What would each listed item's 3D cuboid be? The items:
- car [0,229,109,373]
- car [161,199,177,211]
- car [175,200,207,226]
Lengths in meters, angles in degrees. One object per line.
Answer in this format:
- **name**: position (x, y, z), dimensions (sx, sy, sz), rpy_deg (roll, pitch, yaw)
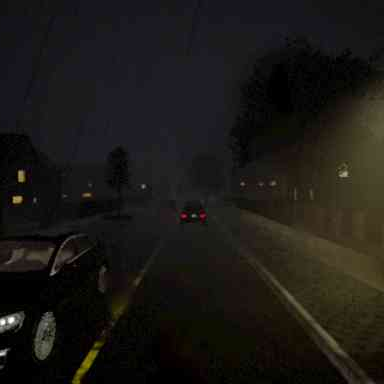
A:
- **car**: position (-2.841, 1.491, 5.896), dimensions (2.128, 1.511, 4.902), rpy_deg (0, 0, 0)
- **car**: position (-2.792, 1.583, 41.363), dimensions (2.033, 1.411, 5.357), rpy_deg (0, 0, 1)
- **car**: position (0.105, 1.557, 23.483), dimensions (2.033, 1.411, 5.357), rpy_deg (0, 0, 0)
